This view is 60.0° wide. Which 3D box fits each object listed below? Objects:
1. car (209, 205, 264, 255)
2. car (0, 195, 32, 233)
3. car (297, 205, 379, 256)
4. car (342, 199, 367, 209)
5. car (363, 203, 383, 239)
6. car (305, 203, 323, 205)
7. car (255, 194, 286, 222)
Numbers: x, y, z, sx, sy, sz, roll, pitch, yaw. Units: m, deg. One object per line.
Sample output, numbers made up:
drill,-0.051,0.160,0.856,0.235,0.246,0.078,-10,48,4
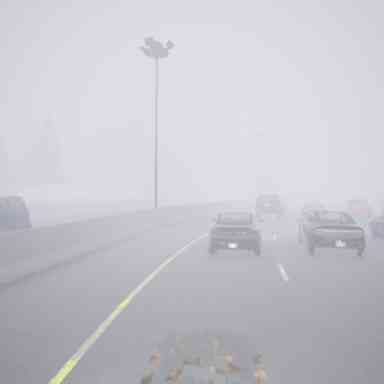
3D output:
car,1.818,1.495,13.364,1.837,1.490,4.892,0,1,11
car,-9.066,1.162,13.578,2.150,2.045,5.566,0,0,11
car,5.357,1.495,13.187,2.128,1.511,4.902,0,0,12
car,14.727,1.373,29.849,2.097,1.767,4.553,0,0,21
car,9.218,1.497,14.350,1.882,1.535,5.008,0,0,14
car,10.684,1.605,29.174,1.895,1.301,4.718,0,0,21
car,6.970,1.209,29.276,2.150,2.045,5.566,0,0,21
